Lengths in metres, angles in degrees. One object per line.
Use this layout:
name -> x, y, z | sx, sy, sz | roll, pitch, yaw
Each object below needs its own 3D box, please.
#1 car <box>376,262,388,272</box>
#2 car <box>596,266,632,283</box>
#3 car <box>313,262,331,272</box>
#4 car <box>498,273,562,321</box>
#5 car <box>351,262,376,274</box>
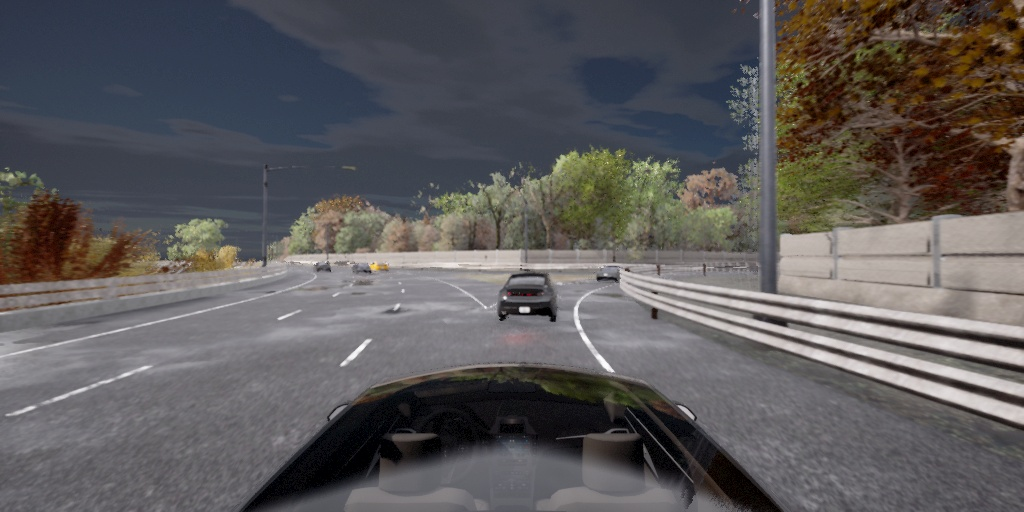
car -> -19.959, 1.573, 53.534 | 1.882, 1.535, 5.008 | 0, -1, -34
car -> 8.969, 1.509, 31.081 | 1.994, 1.385, 4.181 | -1, -1, 38
car -> -27.864, 1.616, 52.622 | 1.812, 1.442, 4.674 | 0, -1, -36
car -> 0.713, 1.329, 12.804 | 1.837, 1.490, 4.892 | -1, -1, 8
car -> -19.586, 1.597, 46.611 | 2.033, 1.411, 5.357 | 0, 0, -32
